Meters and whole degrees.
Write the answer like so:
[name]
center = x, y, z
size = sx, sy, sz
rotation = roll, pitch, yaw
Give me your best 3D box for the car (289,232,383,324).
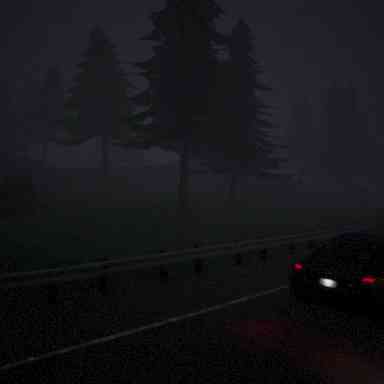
[car]
center = 3.925, 1.548, 7.066
size = 4.181, 1.385, 1.994
rotation = 0, 0, -39
